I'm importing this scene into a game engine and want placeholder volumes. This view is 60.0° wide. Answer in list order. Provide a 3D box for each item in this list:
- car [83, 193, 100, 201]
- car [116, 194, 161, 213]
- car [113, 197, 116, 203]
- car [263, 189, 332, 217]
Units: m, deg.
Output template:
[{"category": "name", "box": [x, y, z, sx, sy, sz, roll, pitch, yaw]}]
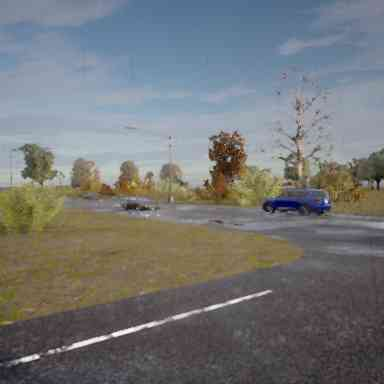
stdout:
[{"category": "car", "box": [-18.943, 0.847, 62.579, 2.128, 1.511, 4.902, -1, 1, -37]}, {"category": "car", "box": [-5.167, 1.185, 32.719, 2.033, 1.411, 5.357, -1, 1, -37]}, {"category": "car", "box": [-10.543, 1.028, 51.478, 1.895, 1.301, 4.718, -1, 1, -37]}, {"category": "car", "box": [8.268, 0.805, 26.585, 2.150, 2.045, 5.566, -1, 1, -37]}]
